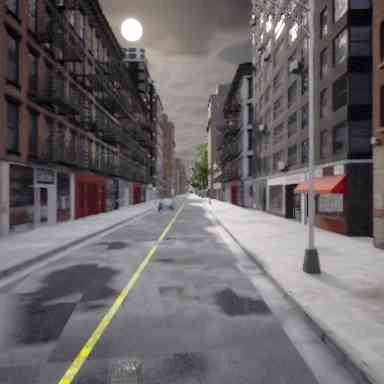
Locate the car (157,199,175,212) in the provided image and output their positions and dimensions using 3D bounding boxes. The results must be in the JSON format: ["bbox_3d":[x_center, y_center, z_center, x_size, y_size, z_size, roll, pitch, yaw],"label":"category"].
[{"bbox_3d":[-3.008,1.541,39.453,1.812,1.442,4.674,0,0,0],"label":"car"}]
